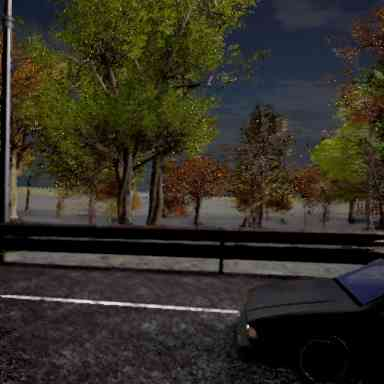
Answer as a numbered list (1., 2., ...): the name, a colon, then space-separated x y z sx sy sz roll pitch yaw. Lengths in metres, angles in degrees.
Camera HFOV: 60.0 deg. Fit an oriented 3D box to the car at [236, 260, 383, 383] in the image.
1. car: 3.321 1.649 4.451 5.357 1.411 2.033 0 -1 11
